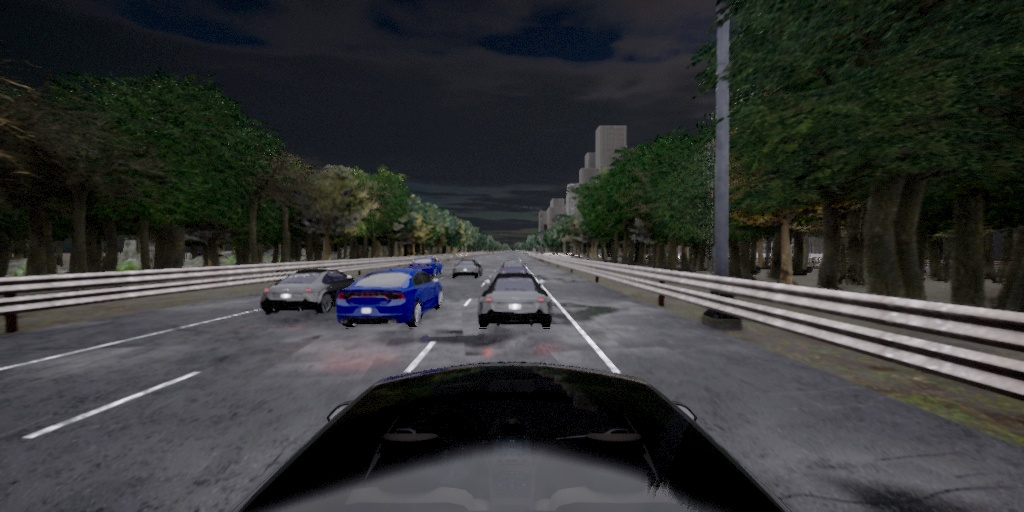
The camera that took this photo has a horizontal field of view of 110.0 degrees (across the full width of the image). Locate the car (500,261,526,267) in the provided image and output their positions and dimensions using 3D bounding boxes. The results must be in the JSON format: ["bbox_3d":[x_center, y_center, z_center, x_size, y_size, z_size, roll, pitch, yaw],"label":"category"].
[{"bbox_3d":[0.088,1.017,26.044,1.895,1.301,4.718,0,1,0],"label":"car"}]

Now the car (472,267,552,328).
[{"bbox_3d":[0.082,1.191,10.853,1.994,1.385,4.181,0,1,0],"label":"car"}]

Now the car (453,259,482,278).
[{"bbox_3d":[-3.406,0.950,28.141,1.994,1.385,4.181,0,1,0],"label":"car"}]

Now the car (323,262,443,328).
[{"bbox_3d":[-3.416,1.104,10.933,1.882,1.535,5.008,0,1,0],"label":"car"}]

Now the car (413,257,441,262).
[{"bbox_3d":[-6.903,0.849,29.195,1.882,1.535,5.008,0,1,0],"label":"car"}]

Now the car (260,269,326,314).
[{"bbox_3d":[-6.910,1.162,12.979,1.994,1.385,4.181,0,1,0],"label":"car"}]
